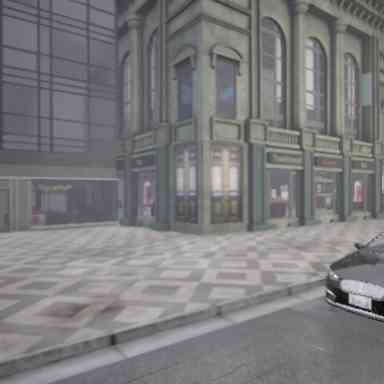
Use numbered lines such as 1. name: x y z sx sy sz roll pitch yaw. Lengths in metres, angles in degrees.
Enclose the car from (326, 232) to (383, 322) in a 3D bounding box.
1. car: 4.665 1.456 6.679 4.902 1.511 2.128 0 0 -35
